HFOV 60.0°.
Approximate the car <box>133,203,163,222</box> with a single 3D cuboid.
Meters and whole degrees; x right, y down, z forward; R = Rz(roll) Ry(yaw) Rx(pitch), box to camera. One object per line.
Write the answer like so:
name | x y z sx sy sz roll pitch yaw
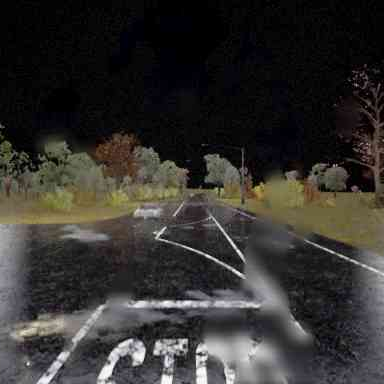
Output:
car | -3.433 1.608 26.687 1.895 1.301 4.718 0 0 0
